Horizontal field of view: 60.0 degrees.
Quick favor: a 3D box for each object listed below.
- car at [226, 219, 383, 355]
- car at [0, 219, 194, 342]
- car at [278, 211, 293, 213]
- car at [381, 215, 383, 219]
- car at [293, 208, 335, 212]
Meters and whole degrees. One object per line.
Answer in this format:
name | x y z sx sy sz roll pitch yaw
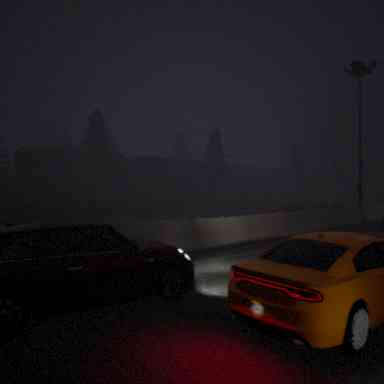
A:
car | 2.851 1.488 6.214 5.008 1.535 1.882 0 0 -39
car | -2.149 1.371 6.775 4.553 1.767 2.097 0 0 -37
car | 9.242 1.620 31.151 4.181 1.385 1.994 0 0 -43
car | 12.857 1.552 19.885 4.674 1.442 1.812 0 0 -43
car | 10.613 1.572 27.635 4.674 1.442 1.812 0 0 -43
